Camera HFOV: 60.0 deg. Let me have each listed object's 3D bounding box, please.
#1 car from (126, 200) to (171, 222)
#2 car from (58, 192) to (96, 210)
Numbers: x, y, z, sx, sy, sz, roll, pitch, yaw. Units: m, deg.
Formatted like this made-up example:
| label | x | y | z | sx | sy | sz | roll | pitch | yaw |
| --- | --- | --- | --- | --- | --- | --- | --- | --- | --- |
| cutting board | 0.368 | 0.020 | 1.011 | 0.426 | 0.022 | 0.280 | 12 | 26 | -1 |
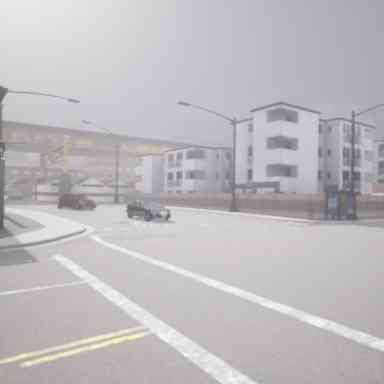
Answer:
| label | x | y | z | sx | sy | sz | roll | pitch | yaw |
| --- | --- | --- | --- | --- | --- | --- | --- | --- | --- |
| car | -3.481 | 1.424 | 26.206 | 2.128 | 1.511 | 4.902 | 1 | 0 | -37 |
| car | -12.186 | 0.958 | 35.264 | 4.553 | 1.767 | 2.097 | 2 | 0 | 36 |
